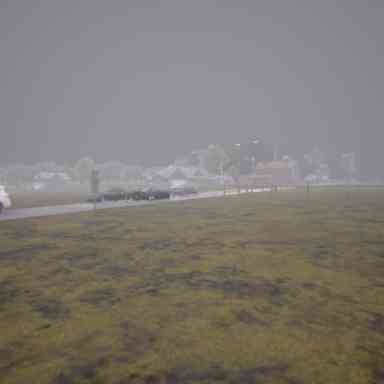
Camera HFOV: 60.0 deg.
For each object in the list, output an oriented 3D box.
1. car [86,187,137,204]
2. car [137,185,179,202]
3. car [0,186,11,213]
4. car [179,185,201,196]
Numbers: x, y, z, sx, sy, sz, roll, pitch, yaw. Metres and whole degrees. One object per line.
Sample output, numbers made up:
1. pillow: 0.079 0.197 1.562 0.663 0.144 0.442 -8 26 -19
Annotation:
1. car: -8.132 0.309 32.847 1.837 1.490 4.892 1 3 36
2. car: -3.855 0.158 33.723 1.882 1.535 5.008 1 3 36
3. car: -15.584 0.635 22.895 2.150 2.045 5.566 1 3 39
4. car: -1.000 -0.239 42.634 2.033 1.411 5.357 1 3 36
